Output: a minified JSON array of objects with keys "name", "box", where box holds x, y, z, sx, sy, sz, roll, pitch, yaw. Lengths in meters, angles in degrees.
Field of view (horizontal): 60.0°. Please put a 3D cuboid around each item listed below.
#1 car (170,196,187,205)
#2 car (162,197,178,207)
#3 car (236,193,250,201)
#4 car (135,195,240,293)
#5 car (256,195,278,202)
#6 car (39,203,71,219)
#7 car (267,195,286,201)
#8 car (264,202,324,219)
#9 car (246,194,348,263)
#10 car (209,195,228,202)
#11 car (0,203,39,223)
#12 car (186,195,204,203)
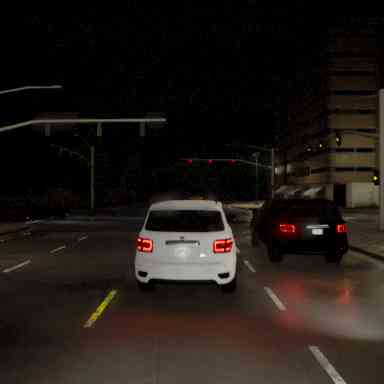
[{"name":"car","box":[-2.436,1.496,60.782,1.837,1.490,4.892,0,0,13]},{"name":"car","box":[-3.371,1.498,51.545,1.837,1.490,4.892,0,0,3]},{"name":"car","box":[13.060,1.214,80.679,5.566,2.045,2.150,0,0,-41]},{"name":"car","box":[0.015,1.220,9.090,2.150,2.045,5.566,0,0,4]},{"name":"car","box":[18.189,1.529,80.172,5.357,1.411,2.033,0,0,-34]},{"name":"car","box":[-13.178,1.646,29.239,4.718,1.301,1.895,0,0,0]},{"name":"car","box":[21.827,1.512,86.198,4.674,1.442,1.812,0,0,-22]},{"name":"car","box":[8.894,1.621,29.366,4.718,1.301,1.895,1,0,0]},{"name":"car","box":[3.576,1.220,12.116,2.150,2.045,5.566,0,0,0]},{"name":"car","box":[6.367,1.514,78.940,2.128,1.511,4.902,0,0,38]},{"name":"car","box":[-14.657,1.651,25.420,4.718,1.301,1.895,0,0,5]},{"name":"car","box":[0.651,1.468,70.309,1.882,1.535,5.008,0,0,23]}]
